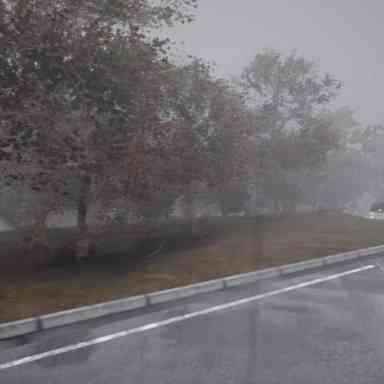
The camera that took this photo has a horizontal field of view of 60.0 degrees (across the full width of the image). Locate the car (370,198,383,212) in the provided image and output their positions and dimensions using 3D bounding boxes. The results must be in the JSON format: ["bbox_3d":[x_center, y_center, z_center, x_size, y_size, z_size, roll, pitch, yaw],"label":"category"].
[{"bbox_3d":[19.580,1.323,34.074,2.033,1.411,5.357,0,0,36],"label":"car"}]
